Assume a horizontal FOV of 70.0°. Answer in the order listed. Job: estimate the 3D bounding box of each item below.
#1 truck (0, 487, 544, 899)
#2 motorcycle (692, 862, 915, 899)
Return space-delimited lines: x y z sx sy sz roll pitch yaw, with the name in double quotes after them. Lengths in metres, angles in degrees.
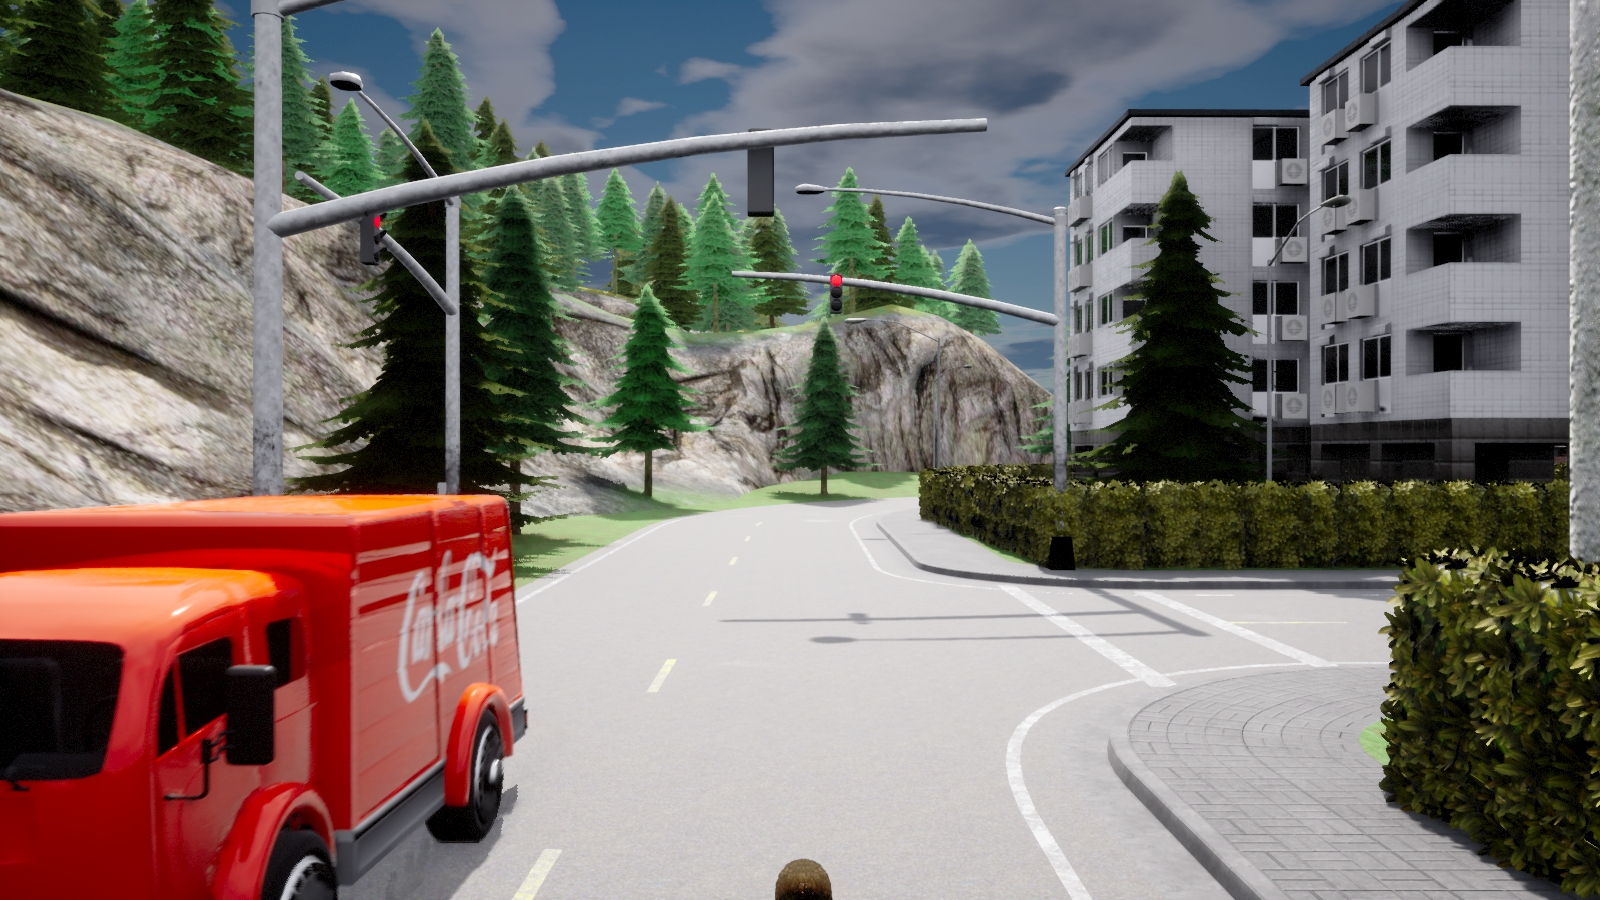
-3.481 1.548 7.038 2.627 2.467 5.204 0 0 0 "truck"
0.010 2.193 3.477 0.803 1.145 2.033 0 0 0 "motorcycle"
